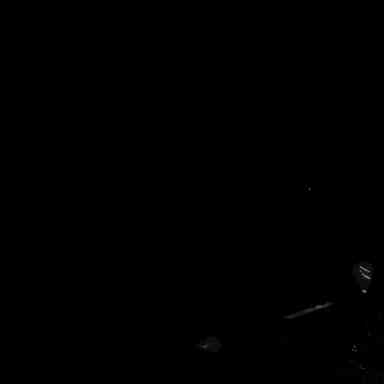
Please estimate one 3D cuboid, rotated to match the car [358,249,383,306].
[{"bbox_3d":[5.415,1.409,6.927,5.008,1.535,1.882,-1,0,-35],"label":"car"}]
